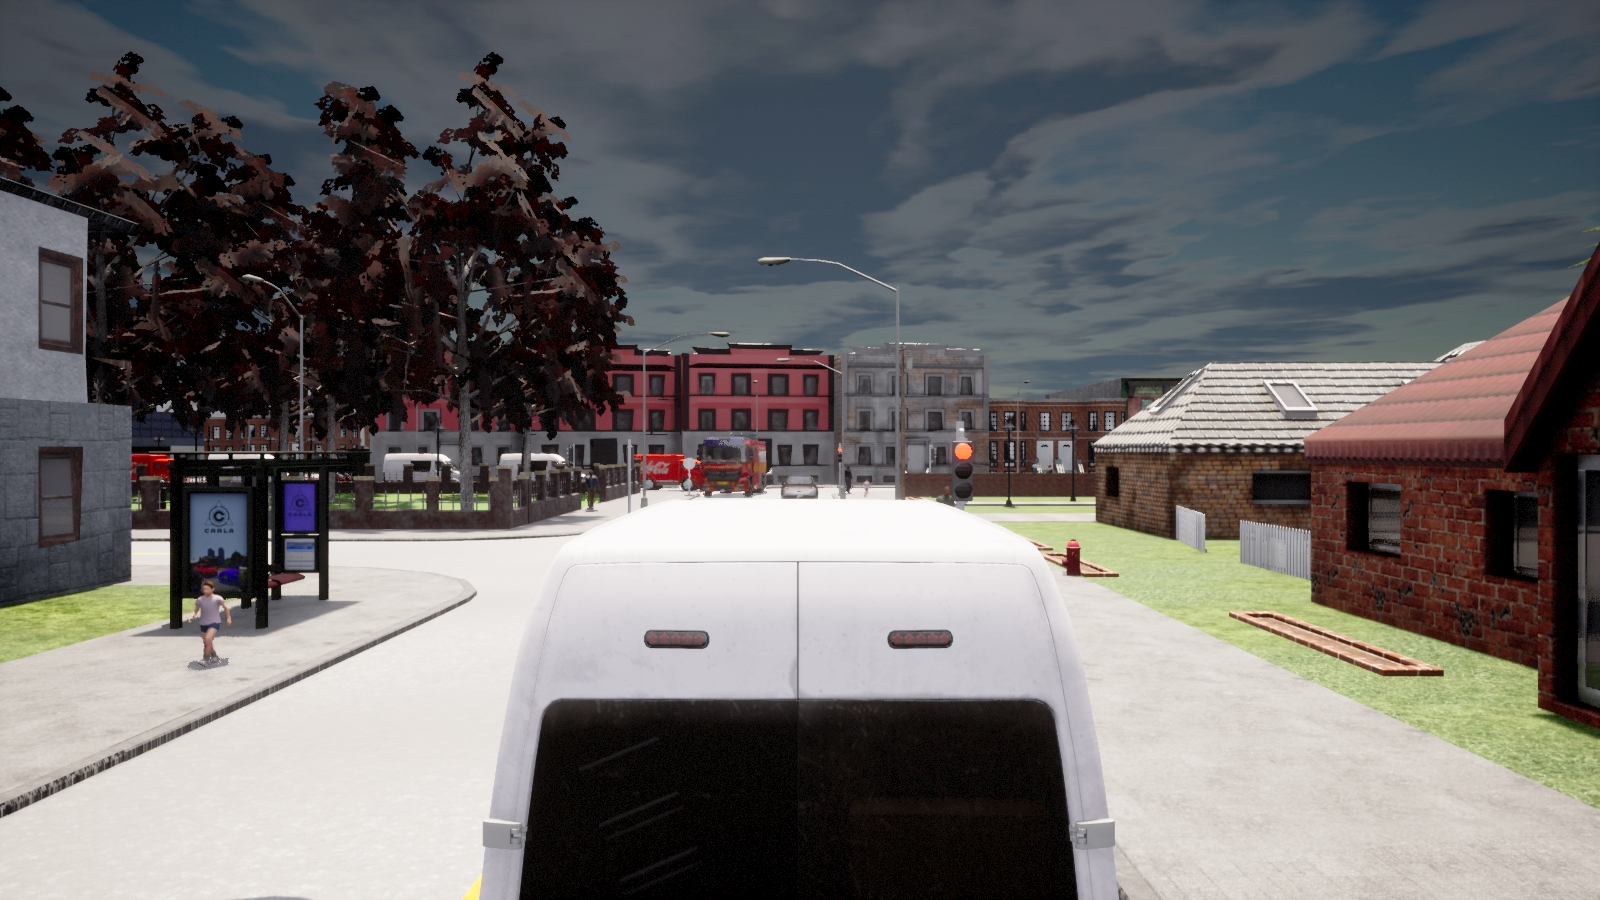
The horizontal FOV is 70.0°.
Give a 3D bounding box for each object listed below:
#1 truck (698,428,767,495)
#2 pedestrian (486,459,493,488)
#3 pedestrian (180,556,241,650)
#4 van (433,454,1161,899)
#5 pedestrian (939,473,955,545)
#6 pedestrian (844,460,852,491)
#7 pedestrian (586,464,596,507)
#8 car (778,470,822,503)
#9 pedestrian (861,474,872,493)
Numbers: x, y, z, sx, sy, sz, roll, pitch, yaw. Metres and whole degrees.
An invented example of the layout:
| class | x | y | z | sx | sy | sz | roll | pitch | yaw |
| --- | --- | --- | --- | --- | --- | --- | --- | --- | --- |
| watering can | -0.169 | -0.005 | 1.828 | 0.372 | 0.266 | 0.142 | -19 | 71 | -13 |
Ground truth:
| class | x | y | z | sx | sy | sz | roll | pitch | yaw |
| --- | --- | --- | --- | --- | --- | --- | --- | --- | --- |
| truck | -4.037 | 0.671 | 70.264 | 2.891 | 3.827 | 8.468 | 0 | 0 | 6 |
| pedestrian | -19.954 | 1.523 | 73.362 | 0.375 | 1.860 | 0.375 | 0 | 0 | 0 |
| pedestrian | -7.348 | 1.896 | 14.249 | 0.500 | 1.100 | 0.500 | 0 | 0 | 2 |
| van | -0.009 | 1.315 | 6.082 | 1.988 | 2.561 | 5.915 | 0 | 0 | 0 |
| pedestrian | 3.817 | 1.523 | 29.666 | 0.375 | 1.860 | 0.375 | 0 | 0 | 0 |
| pedestrian | 2.881 | 1.516 | 68.658 | 0.375 | 1.860 | 0.375 | 0 | 0 | -27 |
| pedestrian | -9.115 | 1.526 | 49.793 | 0.375 | 1.860 | 0.375 | 0 | 0 | -1 |
| car | -0.021 | 1.827 | 57.775 | 2.128 | 1.511 | 4.902 | 0 | 0 | 0 |
| pedestrian | 3.791 | 1.898 | 65.035 | 0.500 | 1.100 | 0.500 | 0 | 0 | -8 |
